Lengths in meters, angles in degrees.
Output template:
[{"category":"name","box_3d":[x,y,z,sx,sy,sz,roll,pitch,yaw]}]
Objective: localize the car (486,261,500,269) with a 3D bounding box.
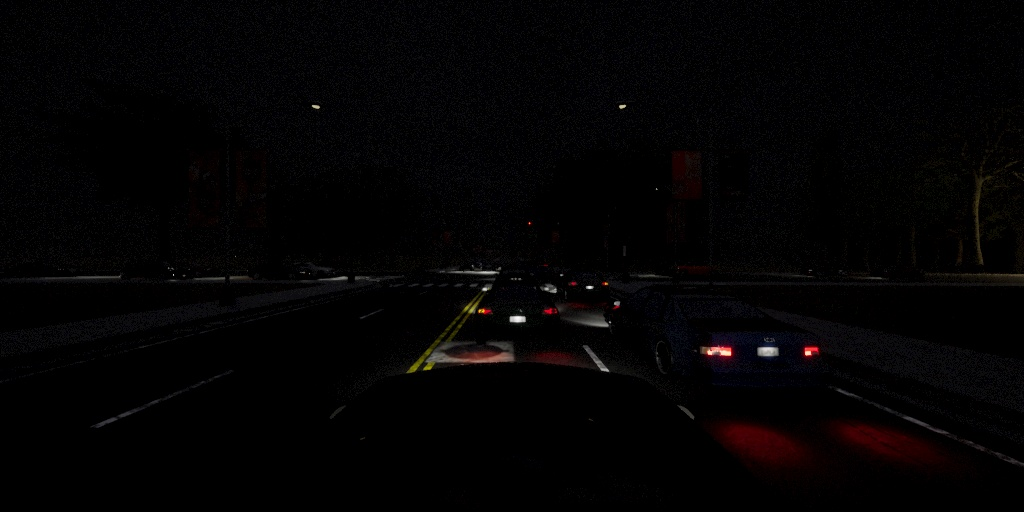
[{"category":"car","box_3d":[-3.290,1.523,62.504,2.033,1.411,5.357,0,0,1]}]

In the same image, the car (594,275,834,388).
[{"category":"car","box_3d":[3.352,1.302,7.207,2.033,1.411,5.357,0,0,0]}]

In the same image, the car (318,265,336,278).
[{"category":"car","box_3d":[-18.923,1.288,33.396,4.674,1.442,1.812,0,0,-1]}]

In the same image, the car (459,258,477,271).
[{"category":"car","box_3d":[-6.565,1.417,52.201,1.837,1.490,4.892,0,0,0]}]

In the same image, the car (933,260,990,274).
[{"category":"car","box_3d":[50.655,1.238,40.505,5.008,1.535,1.882,1,0,0]}]

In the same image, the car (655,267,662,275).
[{"category":"car","box_3d":[18.403,1.502,40.354,4.181,1.385,1.994,0,0,0]}]

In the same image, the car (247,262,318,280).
[{"category":"car","box_3d":[-19.446,1.259,30.139,4.892,1.490,1.837,0,0,-1]}]

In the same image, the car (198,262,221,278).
[{"category":"car","box_3d":[-29.972,1.201,33.289,5.008,1.535,1.882,0,0,-1]}]

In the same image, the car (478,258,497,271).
[{"category":"car","box_3d":[-3.313,1.406,52.753,2.128,1.511,4.902,0,0,0]}]

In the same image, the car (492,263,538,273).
[{"category":"car","box_3d":[0.099,1.284,18.565,1.837,1.490,4.892,0,0,0]}]

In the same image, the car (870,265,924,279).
[{"category":"car","box_3d":[39.946,1.621,37.251,4.181,1.385,1.994,0,0,0]}]

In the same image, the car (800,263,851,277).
[{"category":"car","box_3d":[35.322,1.536,40.478,4.892,1.490,1.837,0,0,0]}]

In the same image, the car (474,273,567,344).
[{"category":"car","box_3d":[0.107,1.321,9.659,1.994,1.385,4.181,0,0,0]}]

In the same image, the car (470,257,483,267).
[{"category":"car","box_3d":[-6.550,1.191,62.287,2.150,2.045,5.566,0,0,0]}]

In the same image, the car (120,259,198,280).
[{"category":"car","box_3d":[-29.738,1.070,30.043,4.553,1.767,2.097,0,0,-1]}]

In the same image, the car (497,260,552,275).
[{"category":"car","box_3d":[1.583,1.378,34.134,5.357,1.411,2.033,0,0,-35]}]

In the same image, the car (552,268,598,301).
[{"category":"car","box_3d":[3.358,1.340,17.553,1.994,1.385,4.181,0,0,0]}]

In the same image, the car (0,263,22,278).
[{"category":"car","box_3d":[-44.750,1.276,29.922,4.718,1.301,1.895,0,0,0]}]

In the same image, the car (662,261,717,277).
[{"category":"car","box_3d":[18.560,1.286,37.106,4.553,1.767,2.097,0,0,0]}]

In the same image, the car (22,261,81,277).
[{"category":"car","box_3d":[-43.064,1.172,33.184,4.902,1.511,2.128,1,0,0]}]
